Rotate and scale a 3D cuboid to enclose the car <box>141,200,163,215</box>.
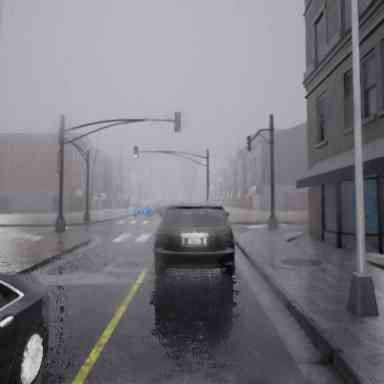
[{"bbox_3d":[-5.278,2.007,44.580,2.192,1.841,5.009,2,-1,0],"label":"car"}]

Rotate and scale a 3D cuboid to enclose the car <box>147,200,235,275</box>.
[{"bbox_3d":[0.075,1.256,10.718,2.150,2.045,5.566,0,1,0],"label":"car"}]

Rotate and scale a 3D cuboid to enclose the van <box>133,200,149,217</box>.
[{"bbox_3d":[-5.284,1.827,36.276,1.690,1.788,3.998,2,-1,0],"label":"van"}]

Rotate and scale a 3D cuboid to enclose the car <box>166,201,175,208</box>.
[{"bbox_3d":[-5.264,3.149,81.596,1.967,1.590,4.097,1,-2,0],"label":"car"}]

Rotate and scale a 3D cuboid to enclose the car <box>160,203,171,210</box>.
[{"bbox_3d":[-5.275,2.833,65.727,1.802,1.307,4.206,2,-2,0],"label":"car"}]

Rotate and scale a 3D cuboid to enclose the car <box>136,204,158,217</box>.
[{"bbox_3d":[-5.288,2.119,39.590,2.008,1.369,4.403,2,-1,0],"label":"car"}]

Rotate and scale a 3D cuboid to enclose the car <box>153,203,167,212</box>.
[{"bbox_3d":[-5.279,2.509,55.151,1.887,1.381,4.507,2,-1,0],"label":"car"}]

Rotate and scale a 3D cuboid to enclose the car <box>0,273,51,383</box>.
[{"bbox_3d":[-2.747,1.532,2.461,1.837,1.490,4.892,0,0,0],"label":"car"}]

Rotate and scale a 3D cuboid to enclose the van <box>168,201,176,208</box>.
[{"bbox_3d":[-5.260,3.210,86.886,1.690,1.788,3.998,1,-2,0],"label":"van"}]
